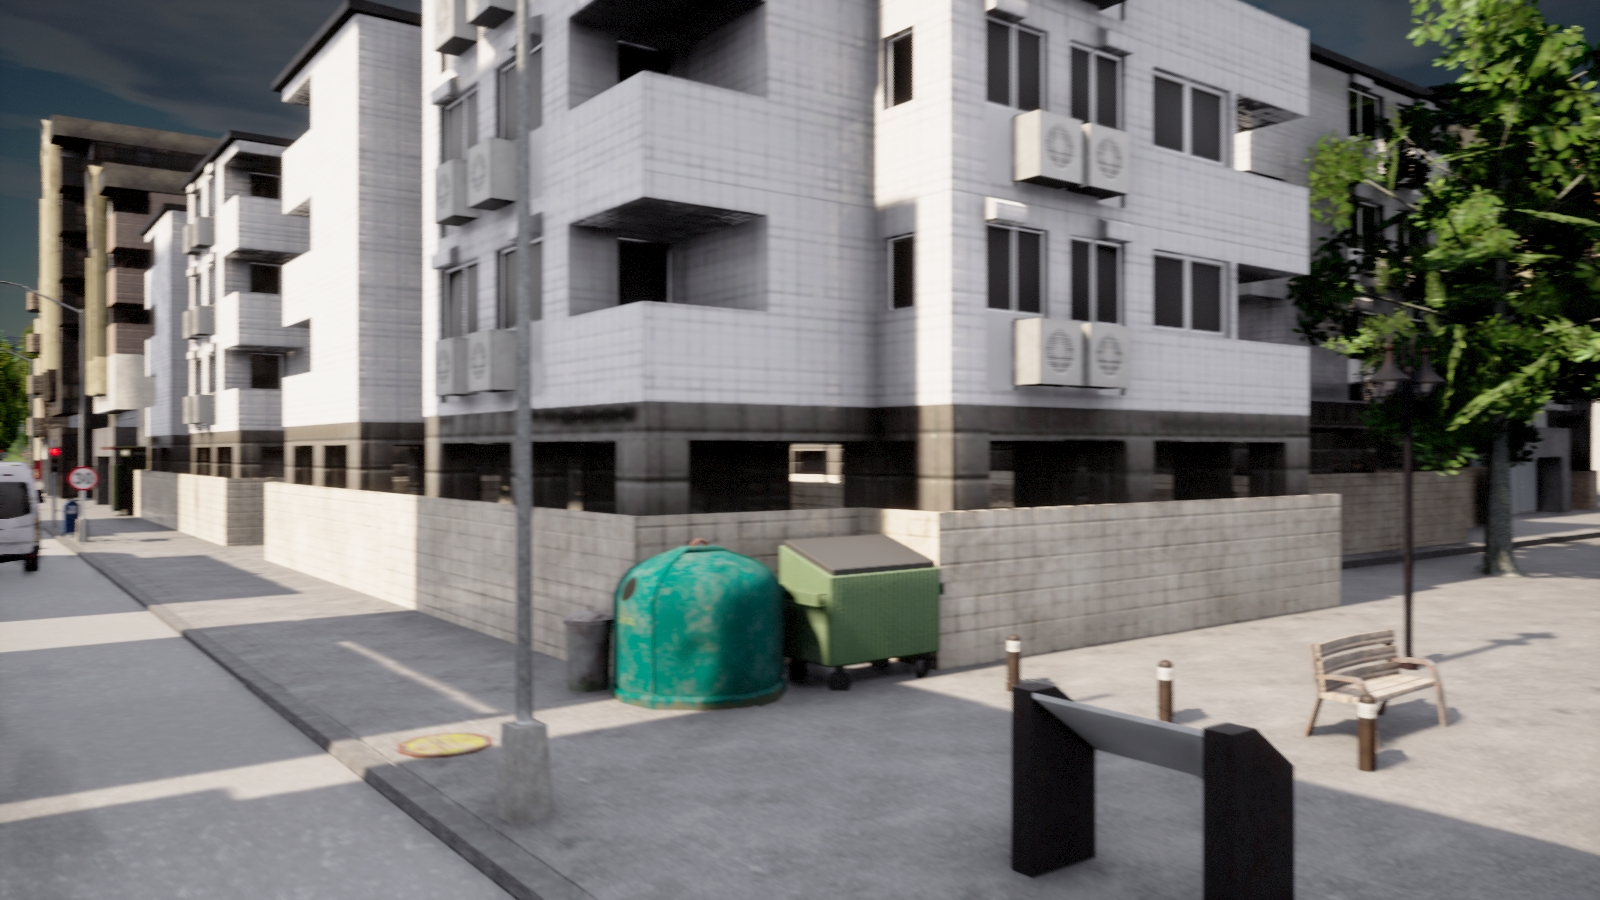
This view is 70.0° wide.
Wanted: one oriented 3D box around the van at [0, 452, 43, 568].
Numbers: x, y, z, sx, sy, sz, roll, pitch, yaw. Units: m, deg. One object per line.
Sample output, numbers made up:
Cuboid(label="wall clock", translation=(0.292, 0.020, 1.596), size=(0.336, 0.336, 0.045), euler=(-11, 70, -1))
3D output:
Cuboid(label="van", translation=(-19.684, 1.344, 27.596), size=(1.988, 2.561, 5.915), euler=(0, 0, -37))
